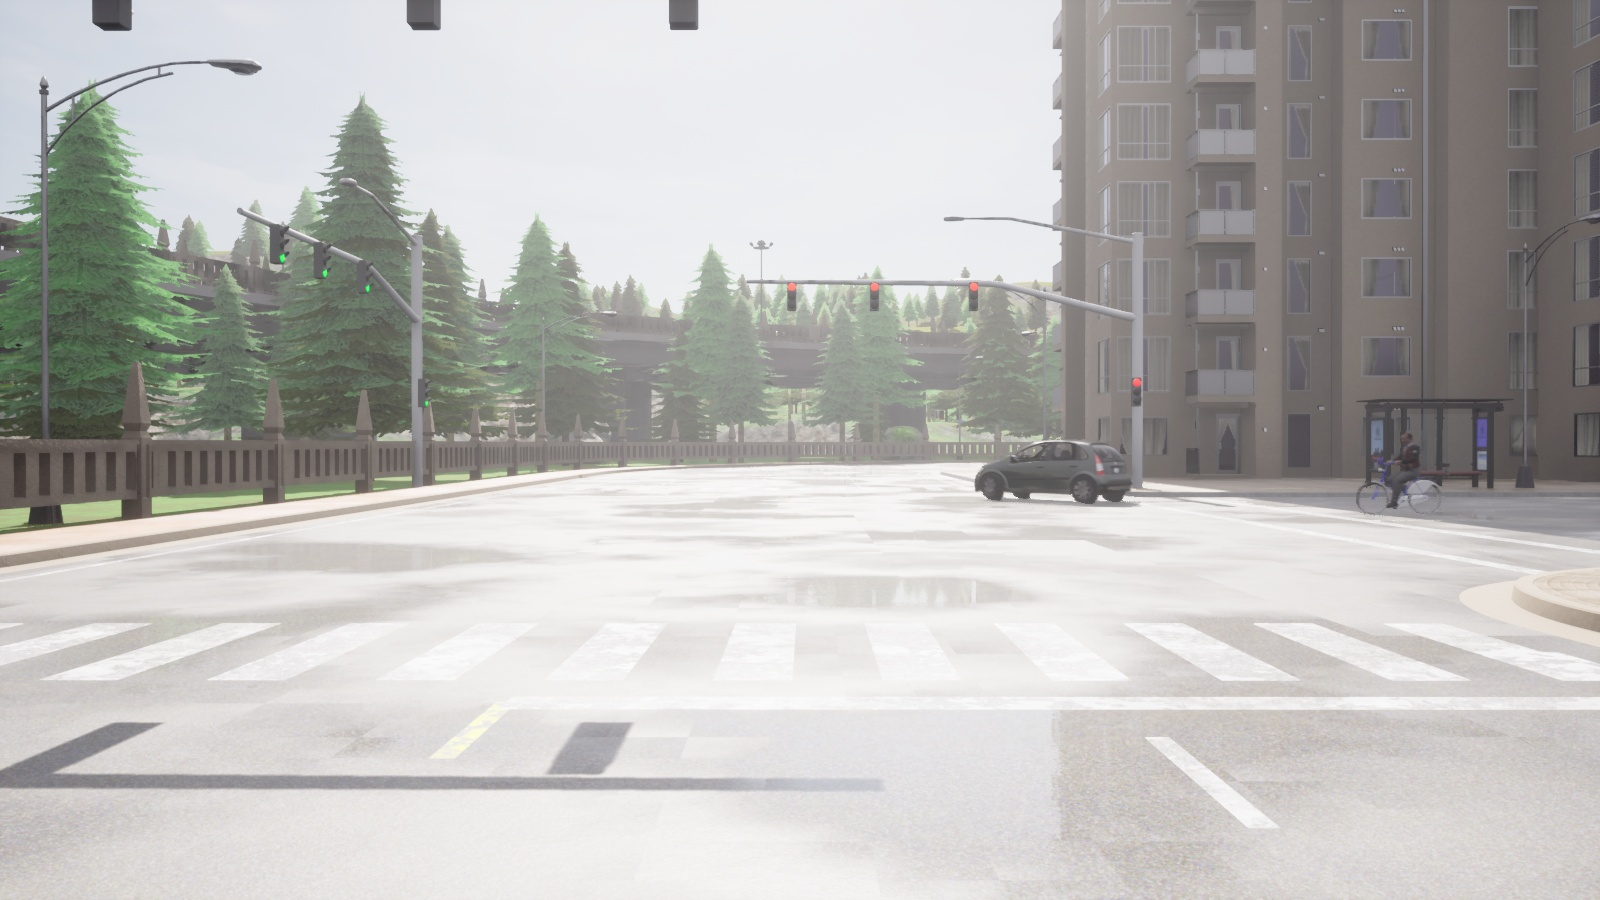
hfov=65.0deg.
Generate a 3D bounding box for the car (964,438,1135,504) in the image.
[{"bbox_3d":[6.487,0.505,32.867,3.988,1.617,1.851,1,1,42],"label":"car"}]

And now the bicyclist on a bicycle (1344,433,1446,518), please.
[{"bbox_3d":[12.616,0.532,26.665,1.843,1.776,0.659,0,1,-2],"label":"bicyclist on a bicycle"}]
